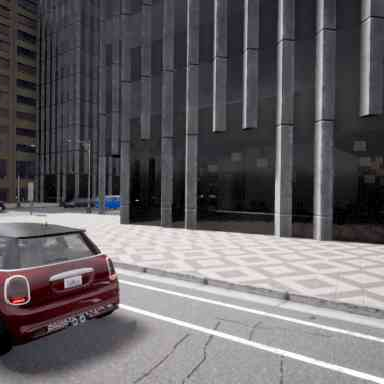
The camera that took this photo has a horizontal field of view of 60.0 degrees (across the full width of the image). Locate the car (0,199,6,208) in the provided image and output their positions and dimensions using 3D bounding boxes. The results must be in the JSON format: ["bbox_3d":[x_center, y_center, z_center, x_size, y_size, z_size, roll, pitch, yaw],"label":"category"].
[{"bbox_3d":[-21.565,1.277,33.801,2.097,1.767,4.553,1,1,35],"label":"car"}]

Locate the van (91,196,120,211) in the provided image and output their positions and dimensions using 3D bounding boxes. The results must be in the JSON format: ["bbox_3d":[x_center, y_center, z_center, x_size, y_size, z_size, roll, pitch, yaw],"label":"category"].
[{"bbox_3d":[-9.712,1.339,40.287,1.690,1.788,3.998,1,1,36],"label":"van"}]

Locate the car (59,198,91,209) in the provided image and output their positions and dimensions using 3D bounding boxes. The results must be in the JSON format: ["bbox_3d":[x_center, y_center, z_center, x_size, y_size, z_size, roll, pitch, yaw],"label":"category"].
[{"bbox_3d":[-14.597,1.458,43.542,2.033,1.411,5.357,1,1,36],"label":"car"}]

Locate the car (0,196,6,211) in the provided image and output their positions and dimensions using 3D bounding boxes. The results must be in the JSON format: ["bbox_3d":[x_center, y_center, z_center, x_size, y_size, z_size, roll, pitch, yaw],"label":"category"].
[{"bbox_3d":[-22.994,1.323,36.448,1.967,1.590,4.097,1,1,36],"label":"car"}]

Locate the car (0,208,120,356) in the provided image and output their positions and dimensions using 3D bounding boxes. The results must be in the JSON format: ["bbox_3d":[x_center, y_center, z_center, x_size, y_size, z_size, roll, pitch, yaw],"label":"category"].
[{"bbox_3d":[-3.496,1.349,6.171,4.553,1.767,2.097,0,0,35],"label":"car"}]
